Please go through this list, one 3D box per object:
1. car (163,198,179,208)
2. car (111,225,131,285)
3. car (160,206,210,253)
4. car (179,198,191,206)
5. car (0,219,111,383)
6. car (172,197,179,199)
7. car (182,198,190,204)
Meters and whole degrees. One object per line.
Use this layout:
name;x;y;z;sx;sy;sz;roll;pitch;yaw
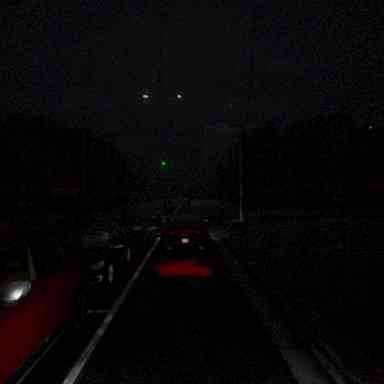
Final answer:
car;-3.588;2.098;53.022;1.947;1.339;4.313;1;-1;-1
car;-2.827;1.649;9.542;2.008;1.369;4.403;1;-1;-1
car;-0.290;1.618;14.493;1.882;1.535;5.008;0;0;-1
car;-1.208;2.238;66.960;1.994;1.385;4.181;0;-1;-1
car;-2.725;1.360;4.010;2.192;1.841;5.009;1;-1;-1
car;-3.684;2.135;58.553;1.887;1.381;4.507;1;-1;-1
car;-1.481;2.197;82.372;1.812;1.442;4.674;0;-1;-1
